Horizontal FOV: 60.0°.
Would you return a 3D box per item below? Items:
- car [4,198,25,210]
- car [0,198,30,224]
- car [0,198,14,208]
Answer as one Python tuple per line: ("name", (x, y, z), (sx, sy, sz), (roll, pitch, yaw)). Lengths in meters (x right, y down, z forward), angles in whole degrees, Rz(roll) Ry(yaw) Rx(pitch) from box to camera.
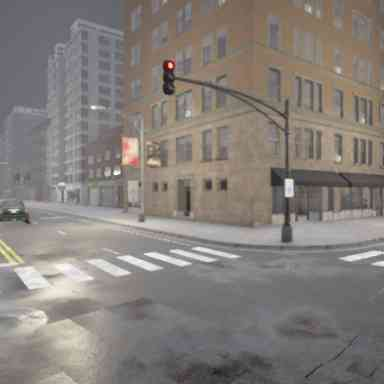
("car", (-23.500, 1.583, 43.940), (1.812, 1.442, 4.674), (0, 0, -36))
("car", (-13.367, 1.362, 24.373), (2.097, 1.767, 4.553), (0, 0, -36))
("car", (-29.315, 1.685, 51.969), (1.895, 1.301, 4.718), (0, 0, -36))
